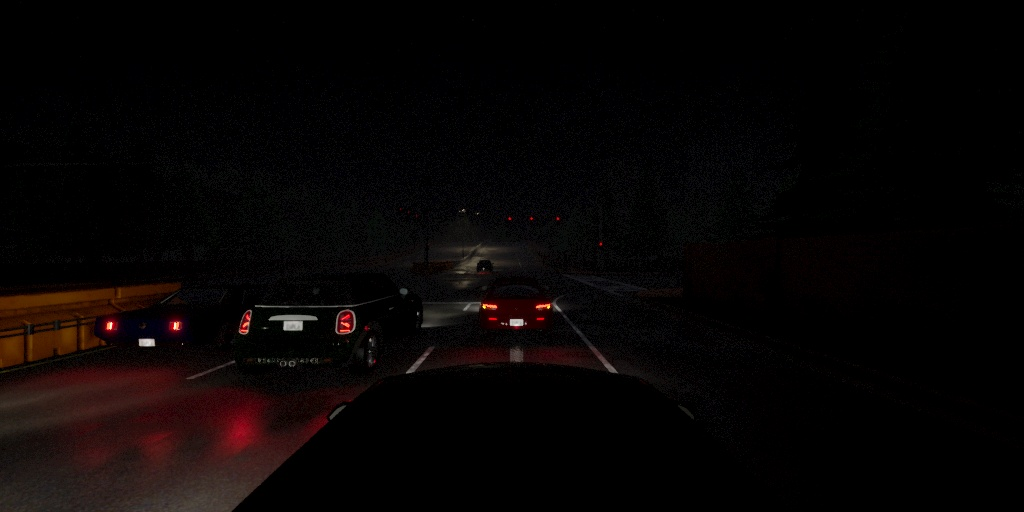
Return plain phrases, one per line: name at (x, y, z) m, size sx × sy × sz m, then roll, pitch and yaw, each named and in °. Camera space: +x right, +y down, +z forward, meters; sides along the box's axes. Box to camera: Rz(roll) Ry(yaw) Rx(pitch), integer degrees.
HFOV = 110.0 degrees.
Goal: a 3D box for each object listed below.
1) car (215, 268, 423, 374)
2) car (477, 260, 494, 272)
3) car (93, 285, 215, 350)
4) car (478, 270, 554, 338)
car at (-3.399, 1.102, 7.690) m, size 2.097 × 1.767 × 4.553 m, roll 0°, pitch 0°, yaw 0°
car at (-3.403, 1.255, 45.465) m, size 1.837 × 1.490 × 4.892 m, roll 0°, pitch 0°, yaw 0°
car at (-6.900, 1.351, 9.004) m, size 1.895 × 1.301 × 4.718 m, roll 0°, pitch 0°, yaw 0°
car at (0.099, 1.276, 10.079) m, size 1.812 × 1.442 × 4.674 m, roll 0°, pitch 0°, yaw 0°
